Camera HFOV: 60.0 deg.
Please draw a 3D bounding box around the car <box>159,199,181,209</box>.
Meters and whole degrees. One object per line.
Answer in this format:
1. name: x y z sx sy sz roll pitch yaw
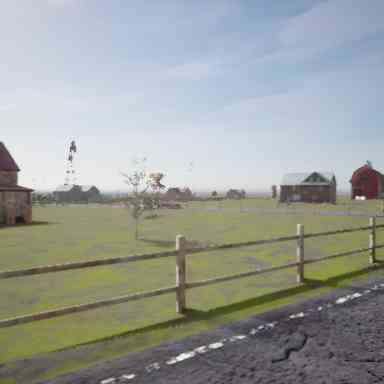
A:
1. car: -4.075 2.190 62.280 2.097 1.767 4.553 0 -1 -45
